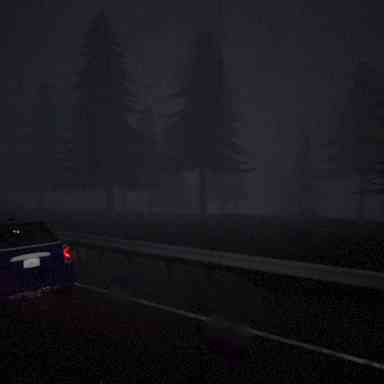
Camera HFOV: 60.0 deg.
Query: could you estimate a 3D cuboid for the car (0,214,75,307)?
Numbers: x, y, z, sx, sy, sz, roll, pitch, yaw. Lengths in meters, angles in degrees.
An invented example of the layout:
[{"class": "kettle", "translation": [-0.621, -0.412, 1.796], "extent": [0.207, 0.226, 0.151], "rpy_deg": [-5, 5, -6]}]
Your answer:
[{"class": "car", "translation": [-4.664, 1.303, 7.310], "extent": [4.553, 1.767, 2.097], "rpy_deg": [0, 0, 35]}]
